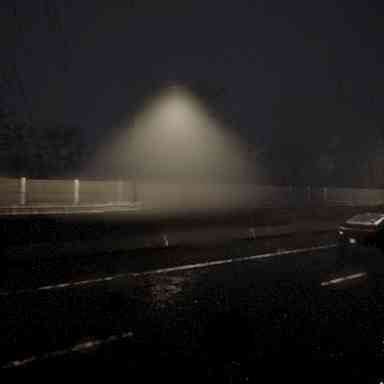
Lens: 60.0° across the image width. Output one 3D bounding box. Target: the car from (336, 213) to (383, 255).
[{"bbox_3d":[7.986,1.637,13.857,4.902,1.511,2.128,1,0,-35],"label":"car"}]
